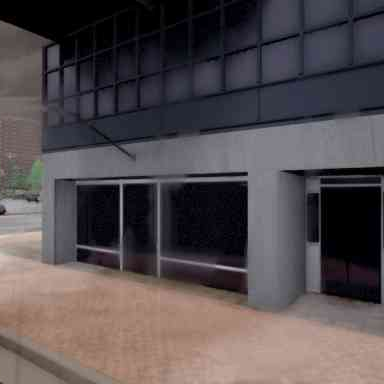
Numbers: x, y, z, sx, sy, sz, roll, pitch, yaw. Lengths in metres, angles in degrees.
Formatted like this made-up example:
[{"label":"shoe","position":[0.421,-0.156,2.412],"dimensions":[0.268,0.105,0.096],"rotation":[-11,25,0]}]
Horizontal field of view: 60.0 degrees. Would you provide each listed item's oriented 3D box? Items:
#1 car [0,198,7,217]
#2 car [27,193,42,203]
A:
[{"label":"car","position":[-17.822,1.491,27.153],"dimensions":[2.128,1.511,4.902],"rotation":[0,0,36]},{"label":"car","position":[-30.160,1.153,64.684],"dimensions":[4.605,1.855,1.932],"rotation":[0,0,35]}]
